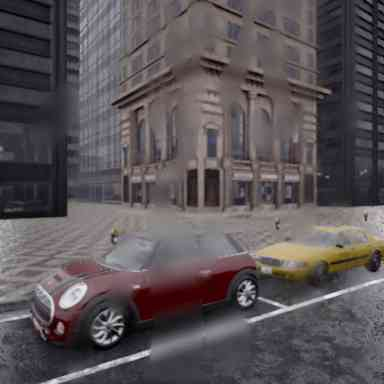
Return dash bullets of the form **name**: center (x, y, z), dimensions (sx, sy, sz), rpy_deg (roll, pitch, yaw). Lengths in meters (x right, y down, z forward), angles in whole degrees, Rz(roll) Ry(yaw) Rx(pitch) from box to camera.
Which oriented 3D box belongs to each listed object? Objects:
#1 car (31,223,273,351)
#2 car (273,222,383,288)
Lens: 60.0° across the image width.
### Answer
- **car**: center (-0.702, 1.447, 6.151), dimensions (4.097, 1.590, 1.967), rpy_deg (0, 0, -36)
- **car**: center (3.751, 1.547, 9.328), dimensions (4.829, 1.417, 1.752), rpy_deg (0, 0, -36)
